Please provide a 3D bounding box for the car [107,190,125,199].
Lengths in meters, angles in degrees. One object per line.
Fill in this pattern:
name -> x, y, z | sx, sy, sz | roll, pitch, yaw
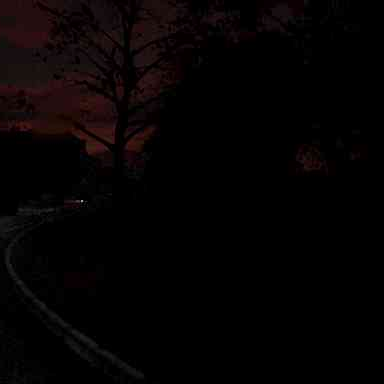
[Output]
car -> -13.774, 0.503, 59.122 | 1.837, 1.490, 4.892 | 0, 1, -2

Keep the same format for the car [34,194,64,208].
car -> -16.228, 0.944, 38.045 | 1.882, 1.535, 5.008 | 0, 1, -2

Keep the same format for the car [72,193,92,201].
car -> -16.740, 0.779, 50.799 | 1.895, 1.301, 4.718 | 0, 1, -2

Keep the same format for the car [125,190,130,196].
car -> -14.194, 0.197, 69.564 | 1.895, 1.301, 4.718 | 0, 1, -2

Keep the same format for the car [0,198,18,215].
car -> -15.732, 1.200, 26.436 | 1.882, 1.535, 5.008 | 0, 1, -2
